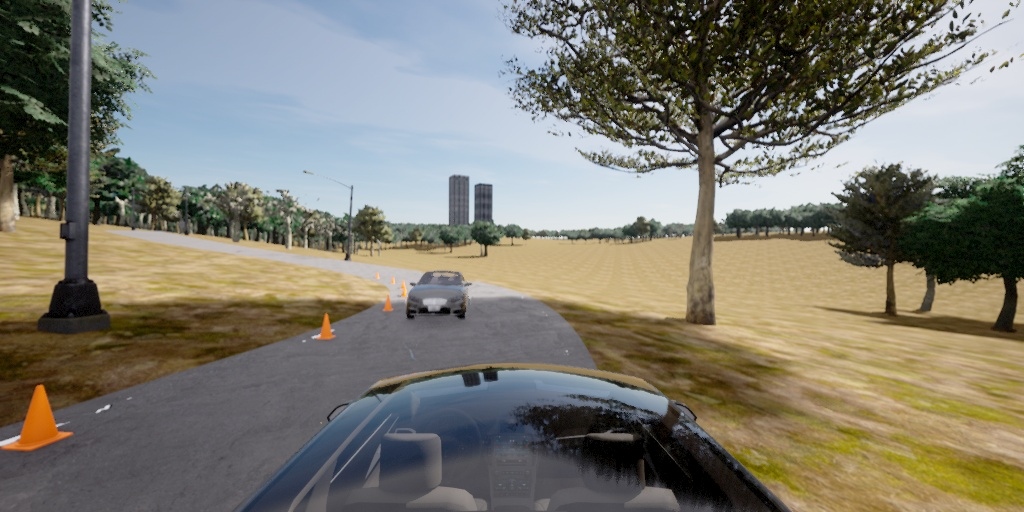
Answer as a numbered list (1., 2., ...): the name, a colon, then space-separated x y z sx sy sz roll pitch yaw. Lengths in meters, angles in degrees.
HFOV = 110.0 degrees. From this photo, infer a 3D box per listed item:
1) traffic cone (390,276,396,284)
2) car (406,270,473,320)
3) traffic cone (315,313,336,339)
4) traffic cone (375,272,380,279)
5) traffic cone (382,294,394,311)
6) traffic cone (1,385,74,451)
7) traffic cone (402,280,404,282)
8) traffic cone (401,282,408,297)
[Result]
1. traffic cone: -8.757 1.733 26.379 0.340 0.580 0.340 0 0 -30
2. car: -2.483 1.271 12.877 2.128 1.511 4.902 1 0 -5
3. traffic cone: -4.504 1.687 8.685 0.340 0.580 0.340 0 0 3
4. traffic cone: -11.339 1.602 30.191 0.340 0.580 0.340 0 0 -38
5. traffic cone: -4.597 1.719 13.293 0.340 0.580 0.340 0 0 -5
6. traffic cone: -4.972 1.657 3.768 0.340 0.580 0.340 0 0 4
7. traffic cone: -6.747 1.767 22.235 0.340 0.580 0.340 0 0 -22
8. traffic cone: -5.350 1.744 17.841 0.340 0.580 0.340 0 0 -14
